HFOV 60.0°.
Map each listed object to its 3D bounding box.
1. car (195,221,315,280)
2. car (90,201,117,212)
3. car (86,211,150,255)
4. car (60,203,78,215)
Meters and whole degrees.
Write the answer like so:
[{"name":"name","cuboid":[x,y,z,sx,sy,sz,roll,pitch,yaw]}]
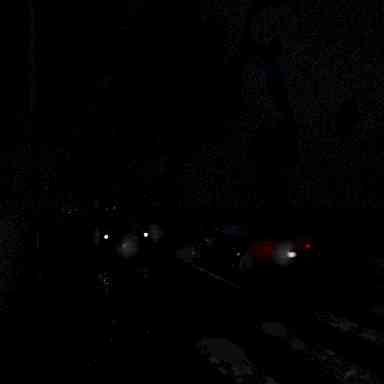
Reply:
[{"name":"car","cuboid":[1.679,1.574,10.216,1.994,1.385,4.181,0,0,-24]},{"name":"car","cuboid":[-9.199,1.689,34.431,2.097,1.767,4.553,0,-1,-24]},{"name":"car","cuboid":[-3.249,1.686,13.988,1.895,1.301,4.718,0,0,-24]},{"name":"car","cuboid":[-15.053,2.017,40.458,2.033,1.411,5.357,0,-1,-24]}]
